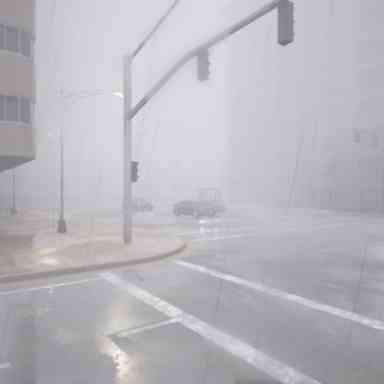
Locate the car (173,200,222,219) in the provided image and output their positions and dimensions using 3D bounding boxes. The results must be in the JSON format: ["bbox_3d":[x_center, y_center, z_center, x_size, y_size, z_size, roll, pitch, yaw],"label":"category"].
[{"bbox_3d":[0.123,1.480,29.361,1.837,1.490,4.892,0,0,-36],"label":"car"}]

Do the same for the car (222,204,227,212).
[{"bbox_3d":[1.229,1.518,34.108,2.033,1.411,5.357,0,0,-36],"label":"car"}]

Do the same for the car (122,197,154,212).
[{"bbox_3d":[-6.238,1.329,38.082,2.097,1.767,4.553,0,0,-36],"label":"car"}]
